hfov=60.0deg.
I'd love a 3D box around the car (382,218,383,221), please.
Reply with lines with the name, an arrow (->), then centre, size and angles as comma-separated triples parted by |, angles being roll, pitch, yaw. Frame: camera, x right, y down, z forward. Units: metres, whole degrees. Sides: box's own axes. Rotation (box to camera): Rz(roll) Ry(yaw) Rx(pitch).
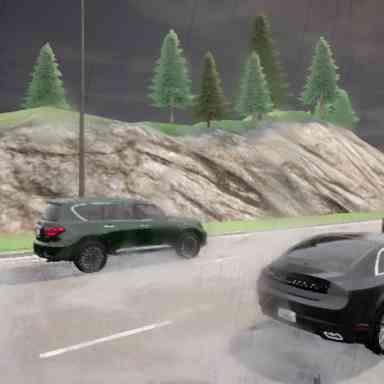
car -> 11.110, 1.351, 15.994 | 4.553, 1.767, 2.097 | 0, 0, -36

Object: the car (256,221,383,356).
car -> 3.304, 1.503, 6.111 | 4.892, 1.490, 1.837 | 1, 0, -36

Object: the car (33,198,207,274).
car -> -2.115, 1.220, 10.838 | 5.566, 2.045, 2.150 | 0, 0, -36
